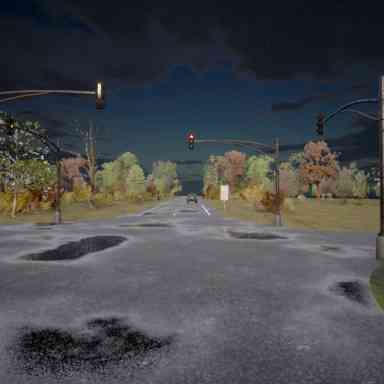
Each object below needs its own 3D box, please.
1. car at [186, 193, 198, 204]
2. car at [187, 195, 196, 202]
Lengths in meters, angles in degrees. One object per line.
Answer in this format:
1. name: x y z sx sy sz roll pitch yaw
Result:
1. car: -0.009 1.293 67.647 2.150 2.045 5.566 0 0 0
2. car: -0.011 1.465 78.038 2.033 1.411 5.357 0 0 0
